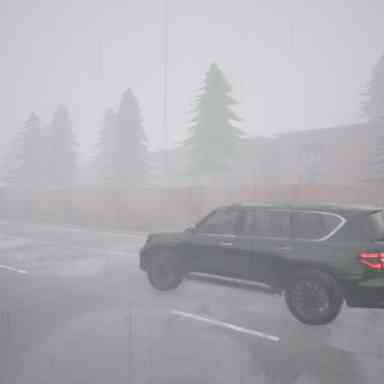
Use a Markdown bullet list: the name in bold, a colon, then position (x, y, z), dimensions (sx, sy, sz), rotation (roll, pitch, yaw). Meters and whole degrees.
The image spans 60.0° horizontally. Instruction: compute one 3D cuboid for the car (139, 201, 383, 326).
- **car**: position (1.359, 1.226, 7.306), dimensions (5.566, 2.045, 2.150), rotation (0, 0, 36)
